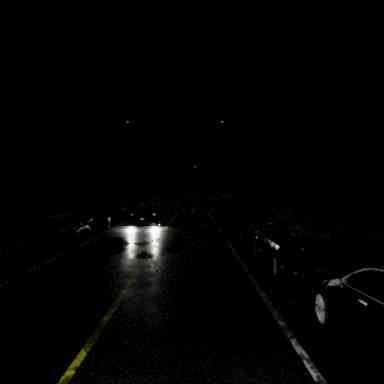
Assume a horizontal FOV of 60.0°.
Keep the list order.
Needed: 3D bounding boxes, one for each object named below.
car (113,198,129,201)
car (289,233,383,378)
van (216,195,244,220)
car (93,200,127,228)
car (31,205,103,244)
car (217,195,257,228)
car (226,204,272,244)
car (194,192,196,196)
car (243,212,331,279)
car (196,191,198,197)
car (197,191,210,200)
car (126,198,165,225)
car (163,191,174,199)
[{"bbox_3d":[-5.619,1.243,26.122,1.967,1.590,4.097,0,0,0],"label":"car"},{"bbox_3d":[2.865,1.521,4.018,2.008,1.369,4.403,0,0,0],"label":"car"},{"bbox_3d":[2.907,1.147,26.110,1.690,1.788,3.998,0,0,0],"label":"van"},{"bbox_3d":[-5.630,1.410,20.598,1.947,1.339,4.313,0,0,0],"label":"car"},{"bbox_3d":[-5.640,1.467,15.073,1.802,1.307,4.206,0,0,0],"label":"car"},{"bbox_3d":[2.897,1.162,20.587,2.192,1.841,5.009,0,0,0],"label":"car"},{"bbox_3d":[2.886,1.454,15.065,1.947,1.339,4.313,0,0,0],"label":"car"},{"bbox_3d":[2.251,0.948,92.612,1.802,1.307,4.206,0,0,-1],"label":"car"},{"bbox_3d":[2.875,1.480,9.541,2.008,1.369,4.403,0,0,0],"label":"car"},{"bbox_3d":[2.478,1.014,81.309,1.802,1.307,4.206,0,0,-1],"label":"car"},{"bbox_3d":[2.705,0.945,70.000,1.967,1.590,4.097,0,0,-1],"label":"car"},{"bbox_3d":[-3.023,1.356,22.566,1.812,1.442,4.674,0,0,0],"label":"car"},{"bbox_3d":[-6.045,0.871,81.145,1.967,1.590,4.097,0,0,-1],"label":"car"}]
